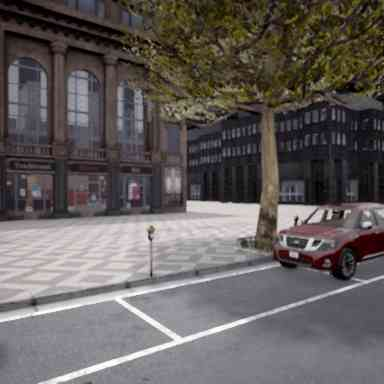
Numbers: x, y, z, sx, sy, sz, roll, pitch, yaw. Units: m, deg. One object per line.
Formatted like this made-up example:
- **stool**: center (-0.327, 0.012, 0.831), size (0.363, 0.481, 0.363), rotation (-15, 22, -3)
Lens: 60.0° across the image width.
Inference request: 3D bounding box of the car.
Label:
- **car**: center (4.659, 1.287, 10.023), size (5.009, 1.841, 2.192), rotation (0, 0, -36)
